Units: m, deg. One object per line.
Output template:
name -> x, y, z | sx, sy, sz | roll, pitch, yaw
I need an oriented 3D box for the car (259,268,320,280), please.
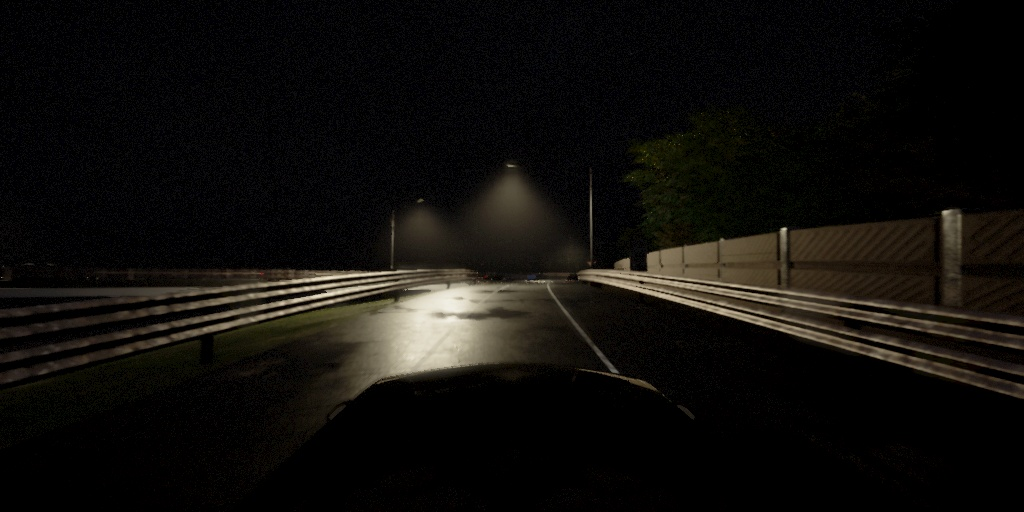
car -> -20.183, 1.852, 32.896 | 4.902, 1.511, 2.128 | 3, -4, -39

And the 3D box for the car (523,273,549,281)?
car -> 4.459, 3.625, 61.206 | 2.033, 1.411, 5.357 | -2, -4, 31

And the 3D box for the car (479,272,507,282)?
car -> -2.686, 2.980, 50.904 | 1.812, 1.442, 4.674 | -3, -5, 37

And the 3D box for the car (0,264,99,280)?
car -> -31.781, 1.276, 24.436 | 4.902, 1.511, 2.128 | 2, -4, -29
